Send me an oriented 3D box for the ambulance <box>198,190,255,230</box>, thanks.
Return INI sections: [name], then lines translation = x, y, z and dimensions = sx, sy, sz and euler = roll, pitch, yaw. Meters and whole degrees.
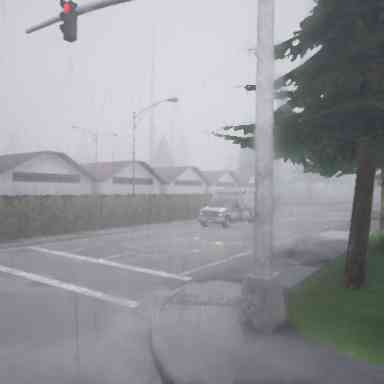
[ambulance]
translation = 2.926, 1.095, 22.920
dimensions = 2.351, 2.431, 6.366
euler = 1, 0, 36
